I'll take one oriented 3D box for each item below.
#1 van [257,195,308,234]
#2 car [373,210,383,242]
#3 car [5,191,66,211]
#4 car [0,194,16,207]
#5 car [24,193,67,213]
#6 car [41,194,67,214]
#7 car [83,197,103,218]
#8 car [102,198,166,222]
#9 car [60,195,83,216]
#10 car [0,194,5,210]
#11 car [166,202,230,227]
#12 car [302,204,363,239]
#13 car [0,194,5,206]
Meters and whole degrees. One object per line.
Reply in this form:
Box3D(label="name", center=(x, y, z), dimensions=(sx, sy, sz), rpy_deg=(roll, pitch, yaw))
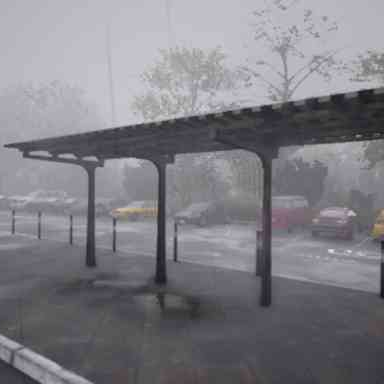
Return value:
Box3D(label="van", center=(5.394, 1.203, 19.006), dimensions=(1.878, 1.987, 4.442), rpy_deg=(1, 0, 35))
Box3D(label="car", center=(9.845, 1.494, 15.689), dimensions=(2.097, 1.535, 5.008), rpy_deg=(1, 0, 35))
Box3D(label="car", center=(-15.040, 0.889, 33.371), dimensions=(2.435, 2.045, 5.566), rpy_deg=(1, 0, 35))
Box3D(label="car", center=(-24.087, 1.029, 39.809), dimensions=(2.163, 1.488, 4.792), rpy_deg=(1, 1, 35))
Box3D(label="car", center=(-12.762, 1.172, 31.791), dimensions=(2.097, 1.535, 5.008), rpy_deg=(1, 0, 35))
Box3D(label="car", center=(-10.500, 1.204, 30.182), dimensions=(2.097, 1.535, 5.008), rpy_deg=(1, 0, 35))
Box3D(label="car", center=(-5.964, 1.298, 26.983), dimensions=(2.163, 1.488, 4.792), rpy_deg=(1, 0, 35))
Box3D(label="car", center=(-3.828, 1.298, 25.199), dimensions=(1.946, 1.575, 5.366), rpy_deg=(1, 0, 35))
Box3D(label="car", center=(-8.238, 1.237, 28.573), dimensions=(2.231, 1.521, 4.892), rpy_deg=(1, 0, 35))
Box3D(label="car", center=(-17.290, 1.109, 35.000), dimensions=(2.231, 1.521, 4.892), rpy_deg=(1, 0, 35))
Box3D(label="car", center=(0.786, 1.394, 22.107), dimensions=(2.163, 1.488, 4.792), rpy_deg=(1, 0, 35))
Box3D(label="car", center=(7.583, 1.502, 17.301), dimensions=(2.002, 1.452, 4.674), rpy_deg=(1, 0, 35))
Box3D(label="car", center=(-26.321, 0.982, 41.470), dimensions=(2.163, 1.488, 4.792), rpy_deg=(1, 1, 35))
